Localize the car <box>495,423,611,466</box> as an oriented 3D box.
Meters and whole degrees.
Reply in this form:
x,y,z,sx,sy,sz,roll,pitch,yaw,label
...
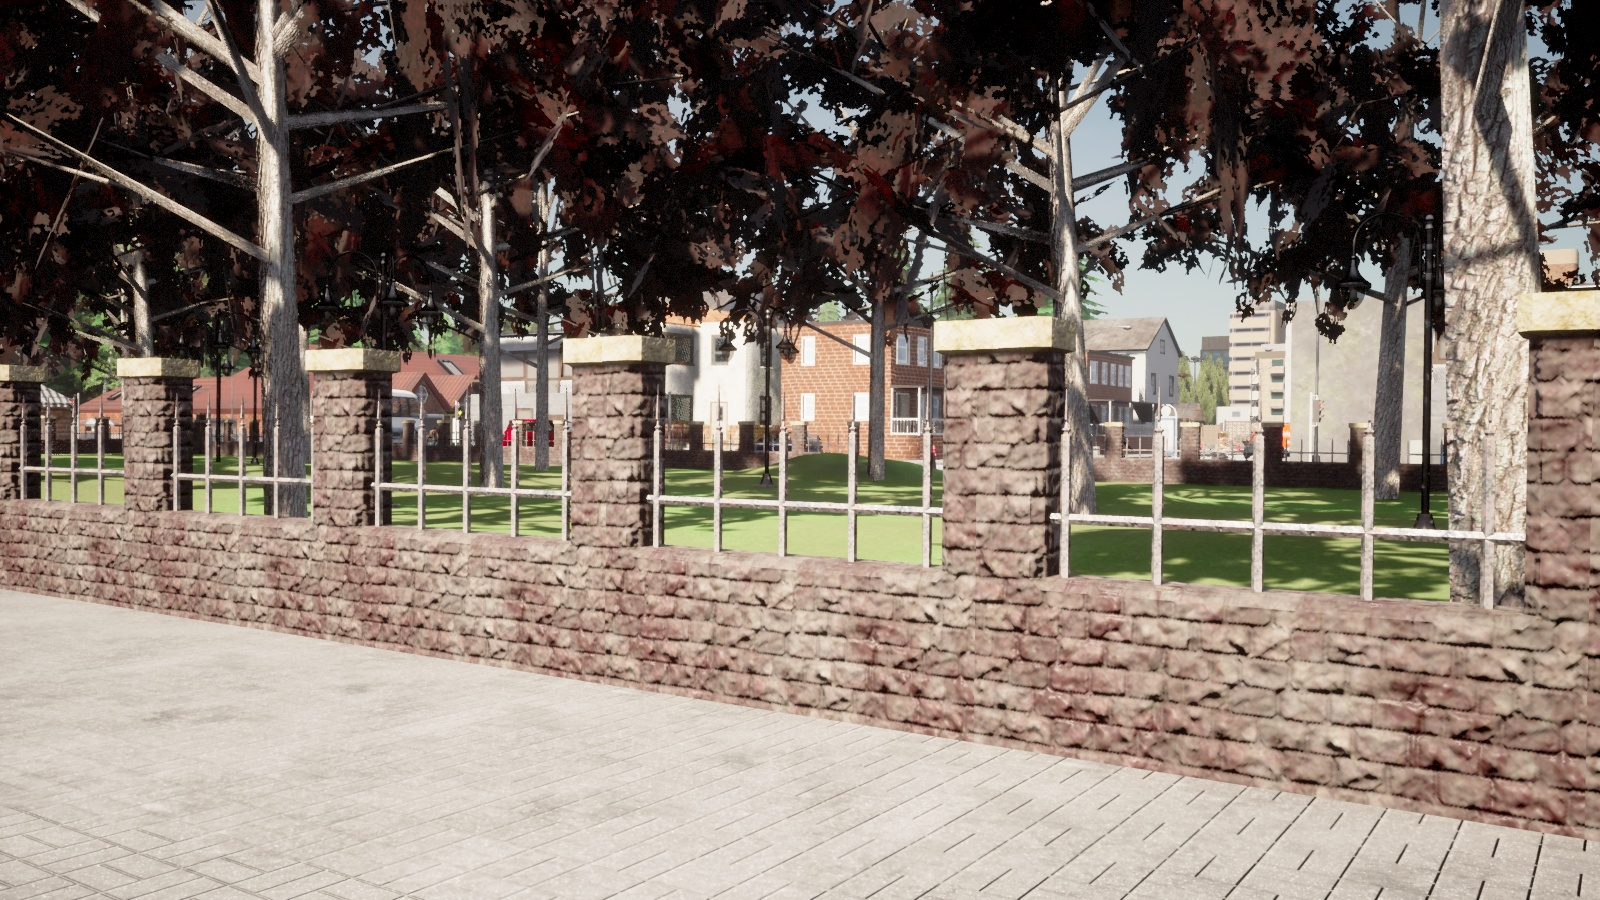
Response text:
x,y,z,sx,sy,sz,roll,pitch,yaw,label
-12.168,-0.283,61.803,5.566,2.045,2.150,0,1,30,car

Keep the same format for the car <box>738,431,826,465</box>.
x,y,z,sx,sy,sz,roll,pitch,yaw,label
-0.850,-0.091,59.200,3.705,1.549,1.789,0,1,30,car

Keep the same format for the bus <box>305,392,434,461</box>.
x,y,z,sx,sy,sz,roll,pitch,yaw,label
-28.601,-1.535,84.140,3.944,4.253,10.273,-1,1,8,bus
